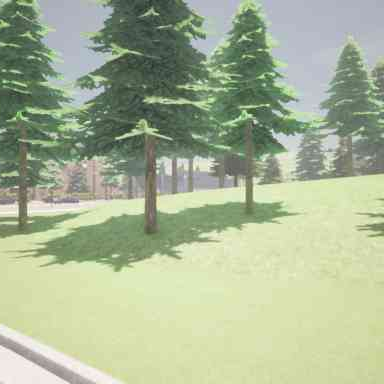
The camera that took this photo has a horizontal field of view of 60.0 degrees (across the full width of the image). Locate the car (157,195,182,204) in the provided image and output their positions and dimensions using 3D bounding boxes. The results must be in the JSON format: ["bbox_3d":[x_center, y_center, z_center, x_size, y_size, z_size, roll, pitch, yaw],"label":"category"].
[{"bbox_3d":[-4.774,1.352,66.151,2.097,1.767,4.553,0,0,36],"label":"car"}]

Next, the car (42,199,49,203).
[{"bbox_3d":[-27.312,1.595,66.335,1.895,1.301,4.718,0,0,35],"label":"car"}]

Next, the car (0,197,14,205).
[{"bbox_3d":[-33.682,1.547,57.371,2.033,1.411,5.357,0,0,36],"label":"car"}]

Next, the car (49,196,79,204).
[{"bbox_3d":[-22.917,1.525,60.536,1.812,1.442,4.674,0,0,35],"label":"car"}]

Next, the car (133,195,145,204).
[{"bbox_3d":[-9.622,1.352,65.419,2.097,1.767,4.553,0,0,35],"label":"car"}]

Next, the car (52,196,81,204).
[{"bbox_3d":[-24.325,1.478,64.507,1.882,1.535,5.008,0,0,35],"label":"car"}]
